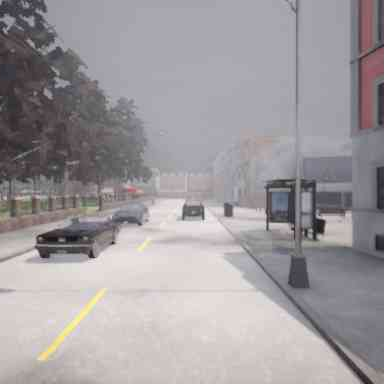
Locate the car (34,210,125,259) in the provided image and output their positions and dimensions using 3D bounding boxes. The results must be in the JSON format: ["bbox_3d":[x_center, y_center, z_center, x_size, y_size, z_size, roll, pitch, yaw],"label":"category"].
[{"bbox_3d":[-4.092,1.575,12.679,1.895,1.301,4.718,0,0,0],"label":"car"}]

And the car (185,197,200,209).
[{"bbox_3d":[0.069,1.433,44.278,1.812,1.442,4.674,0,0,0],"label":"car"}]

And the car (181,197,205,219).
[{"bbox_3d":[0.107,1.419,28.339,1.882,1.535,5.008,0,0,0],"label":"car"}]

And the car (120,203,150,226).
[{"bbox_3d":[-4.062,1.500,23.167,2.033,1.411,5.357,0,0,0],"label":"car"}]
